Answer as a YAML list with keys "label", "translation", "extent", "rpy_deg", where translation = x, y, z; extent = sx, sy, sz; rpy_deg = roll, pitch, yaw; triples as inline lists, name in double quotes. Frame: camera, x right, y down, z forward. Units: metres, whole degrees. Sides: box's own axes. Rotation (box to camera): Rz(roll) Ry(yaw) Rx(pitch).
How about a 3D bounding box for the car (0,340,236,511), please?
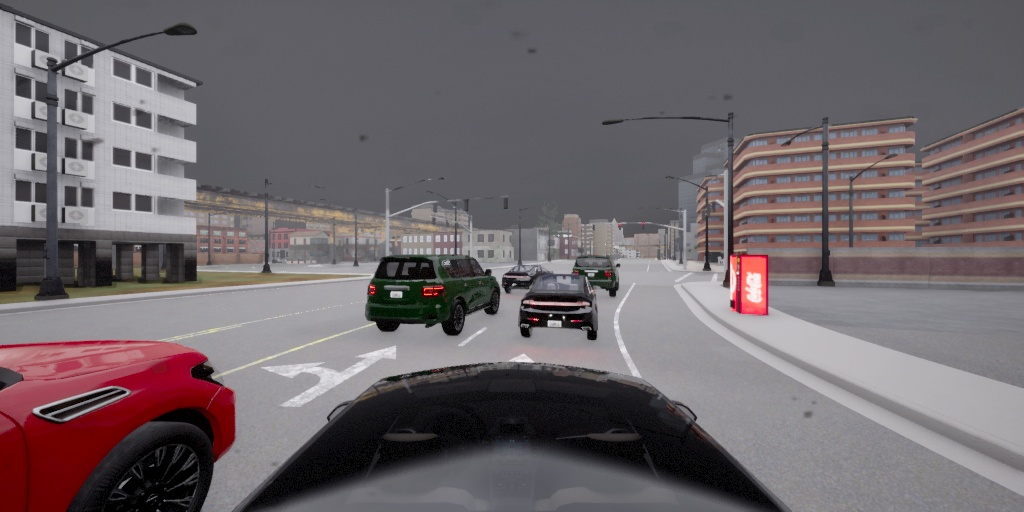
- label: "car"
  translation: [-3.264, 0.971, 0.504]
  extent: [2.150, 2.045, 5.566]
  rpy_deg: [0, 0, -2]

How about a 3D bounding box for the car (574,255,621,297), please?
- label: "car"
  translation: [4.552, 0.971, 19.308]
  extent: [2.150, 2.045, 5.566]
  rpy_deg: [0, 0, 19]

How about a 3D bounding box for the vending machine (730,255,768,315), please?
- label: "vending machine"
  translation: [7.810, 0.945, 11.819]
  extent: [1.100, 2.100, 0.880]
  rpy_deg: [0, 0, 20]

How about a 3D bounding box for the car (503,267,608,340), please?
- label: "car"
  translation: [1.435, 1.242, 10.065]
  extent: [2.128, 1.511, 4.902]
  rpy_deg: [0, 0, 12]

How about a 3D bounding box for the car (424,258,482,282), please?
- label: "car"
  translation: [-4.149, 0.945, 26.296]
  extent: [1.882, 1.535, 5.008]
  rpy_deg: [0, 0, 21]

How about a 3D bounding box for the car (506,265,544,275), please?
- label: "car"
  translation: [1.103, 1.242, 20.141]
  extent: [2.128, 1.511, 4.902]
  rpy_deg: [0, 0, 24]

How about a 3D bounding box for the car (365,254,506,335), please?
- label: "car"
  translation: [-1.999, 0.971, 10.775]
  extent: [2.150, 2.045, 5.566]
  rpy_deg: [0, 0, 14]

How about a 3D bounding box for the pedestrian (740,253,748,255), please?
- label: "pedestrian"
  translation: [8.042, 0.795, 12.438]
  extent: [0.375, 1.860, 0.375]
  rpy_deg: [0, 0, 21]
